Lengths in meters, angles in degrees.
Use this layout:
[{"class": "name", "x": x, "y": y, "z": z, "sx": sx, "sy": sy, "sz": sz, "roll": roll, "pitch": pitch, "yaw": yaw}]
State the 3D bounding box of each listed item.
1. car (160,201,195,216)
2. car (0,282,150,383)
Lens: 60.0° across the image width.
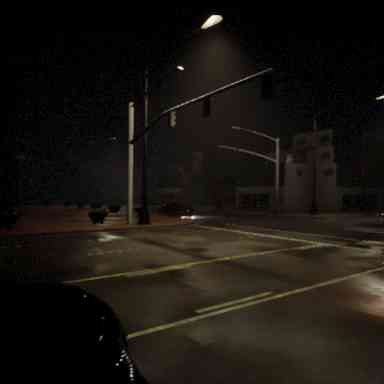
[{"class": "car", "x": -1.509, "y": 1.648, "z": 33.770, "sx": 1.994, "sy": 1.385, "sz": 4.181, "roll": 1, "pitch": -1, "yaw": -35}, {"class": "car", "x": -2.956, "y": 1.219, "z": 1.640, "sx": 5.566, "sy": 2.045, "sz": 2.150, "roll": 0, "pitch": 0, "yaw": -36}]
